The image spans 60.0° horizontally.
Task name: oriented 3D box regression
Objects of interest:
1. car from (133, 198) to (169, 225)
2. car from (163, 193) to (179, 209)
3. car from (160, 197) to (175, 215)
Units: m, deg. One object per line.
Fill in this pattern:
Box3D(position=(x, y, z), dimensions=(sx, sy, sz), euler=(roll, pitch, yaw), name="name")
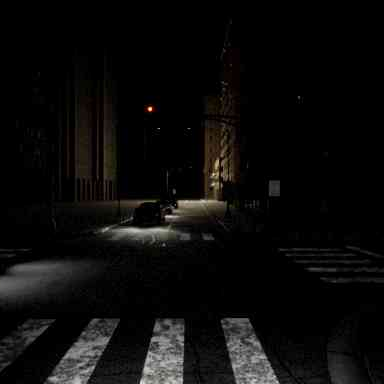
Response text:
Box3D(position=(-3.053, 1.479, 24.448), dimensions=(1.882, 1.535, 5.008), euler=(0, 0, 0), name="car")
Box3D(position=(-3.001, 1.222, 45.122), dimensions=(2.150, 2.045, 5.566), euler=(0, 0, 1), name="car")
Box3D(position=(-3.036, 1.527, 34.412), dimensions=(1.812, 1.442, 4.674), euler=(0, 0, 0), name="car")
